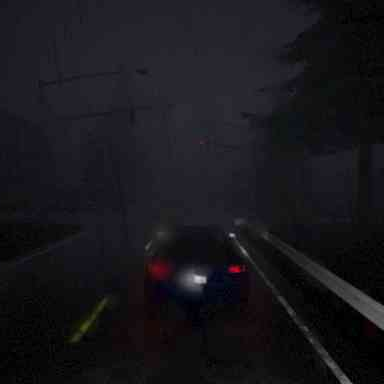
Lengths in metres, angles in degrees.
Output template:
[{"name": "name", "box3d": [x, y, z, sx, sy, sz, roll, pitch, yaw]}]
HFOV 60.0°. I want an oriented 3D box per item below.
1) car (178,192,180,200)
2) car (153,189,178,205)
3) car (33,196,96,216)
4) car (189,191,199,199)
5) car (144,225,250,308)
[{"name": "car", "box3d": [-3.179, 0.525, 57.478, 2.097, 1.767, 4.553, 0, 1, 1]}, {"name": "car", "box3d": [-3.309, 0.747, 42.236, 2.097, 1.767, 4.553, 0, 0, 1]}, {"name": "car", "box3d": [-10.323, 1.086, 27.029, 4.902, 1.511, 2.128, 0, 1, 3]}, {"name": "car", "box3d": [0.444, 0.572, 66.298, 1.812, 1.442, 4.674, 0, 1, 0]}, {"name": "car", "box3d": [0.111, 1.451, 7.740, 1.994, 1.385, 4.181, 0, 1, 1]}]
